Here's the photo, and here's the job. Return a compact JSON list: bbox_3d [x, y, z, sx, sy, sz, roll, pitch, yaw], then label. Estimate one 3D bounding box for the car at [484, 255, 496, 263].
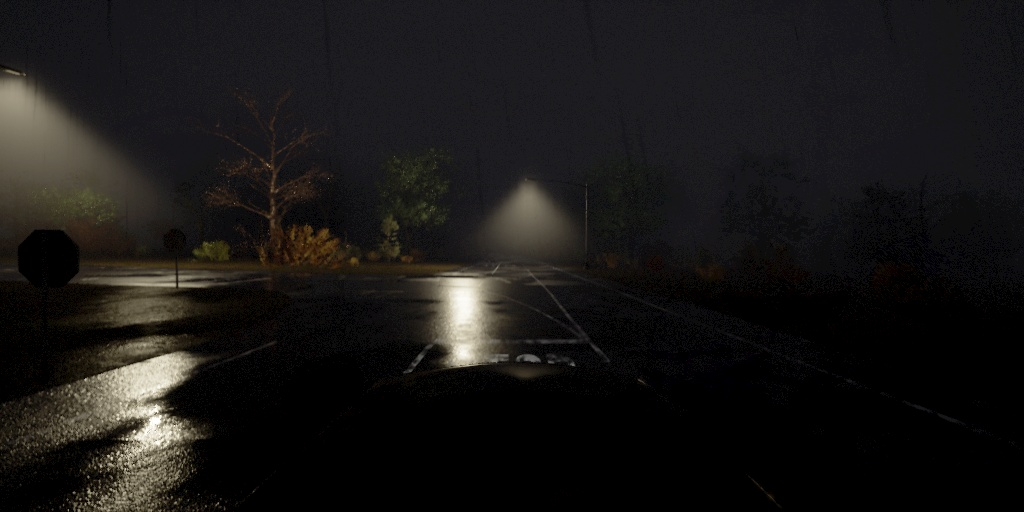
[{"bbox_3d":[-3.806,0.518,62.210,2.033,1.411,5.357,0,1,-1],"label":"car"}]
